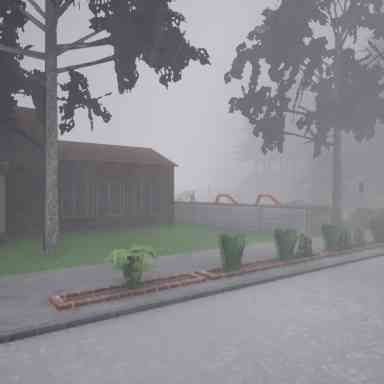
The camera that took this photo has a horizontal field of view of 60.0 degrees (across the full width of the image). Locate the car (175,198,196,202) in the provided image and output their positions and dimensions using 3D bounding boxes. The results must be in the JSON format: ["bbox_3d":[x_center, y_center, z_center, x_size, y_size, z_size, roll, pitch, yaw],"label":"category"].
[{"bbox_3d":[-1.028,1.506,53.784,1.837,1.490,4.892,0,0,-35],"label":"car"}]

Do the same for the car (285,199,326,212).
[{"bbox_3d":[11.961,1.526,35.409,1.812,1.442,4.674,0,0,-35],"label":"car"}]
